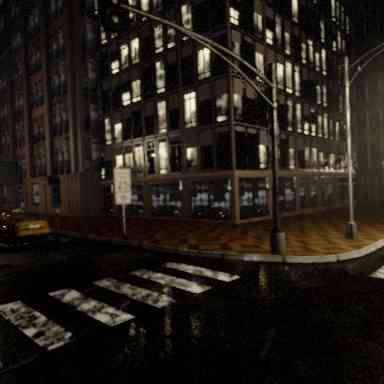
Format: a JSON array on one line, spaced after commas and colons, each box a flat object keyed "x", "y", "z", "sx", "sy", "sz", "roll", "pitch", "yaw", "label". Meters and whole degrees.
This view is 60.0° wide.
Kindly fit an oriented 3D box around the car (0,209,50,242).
[{"x": -8.676, "y": 1.521, "z": 16.394, "sx": 4.829, "sy": 1.417, "sz": 1.752, "roll": -1, "pitch": 1, "yaw": 44, "label": "car"}]
